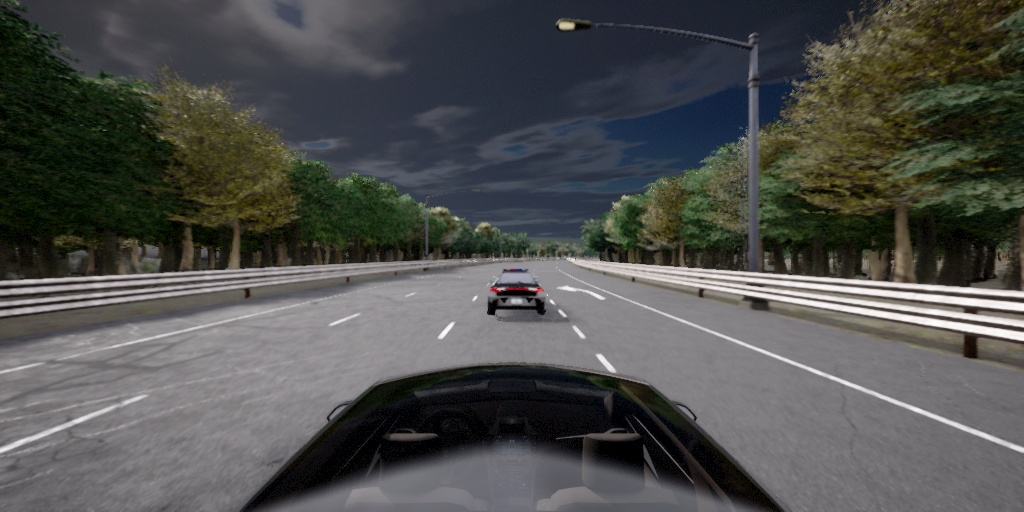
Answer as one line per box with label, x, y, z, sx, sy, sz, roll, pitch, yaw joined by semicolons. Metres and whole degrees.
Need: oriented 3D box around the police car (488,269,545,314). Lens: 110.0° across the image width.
police car;0.136;1.273;13.866;2.038;1.542;4.974;0;0;0
